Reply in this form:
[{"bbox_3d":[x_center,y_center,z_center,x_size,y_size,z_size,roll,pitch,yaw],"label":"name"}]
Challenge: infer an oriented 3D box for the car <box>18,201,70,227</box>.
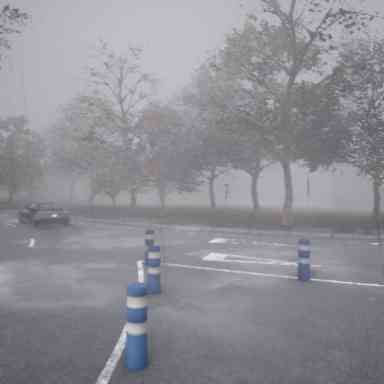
[{"bbox_3d":[-8.943,1.248,19.955,1.994,1.385,4.181,0,1,-41],"label":"car"}]
